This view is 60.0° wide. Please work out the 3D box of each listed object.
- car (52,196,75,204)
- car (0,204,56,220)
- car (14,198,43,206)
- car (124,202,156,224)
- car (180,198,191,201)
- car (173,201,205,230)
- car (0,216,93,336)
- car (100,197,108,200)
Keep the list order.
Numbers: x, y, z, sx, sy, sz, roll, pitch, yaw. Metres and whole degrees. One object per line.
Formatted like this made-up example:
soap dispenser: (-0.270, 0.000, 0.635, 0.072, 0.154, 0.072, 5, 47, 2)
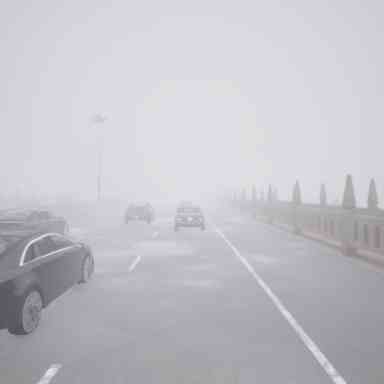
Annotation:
car: (-18.595, 1.352, 48.382, 2.097, 1.767, 4.553, 0, 0, -1)
car: (-7.056, 1.505, 14.754, 1.837, 1.490, 4.892, 0, 0, -1)
car: (-22.008, 1.548, 45.056, 2.033, 1.411, 5.357, 0, 0, -1)
car: (-3.808, 1.492, 24.781, 2.128, 1.511, 4.902, 0, 0, -2)
car: (-0.805, 1.527, 42.417, 1.812, 1.442, 4.674, 0, 0, -2)
car: (-0.195, 1.548, 20.870, 2.033, 1.411, 5.357, 0, 0, -2)
car: (-3.431, 1.492, 6.639, 2.128, 1.511, 4.902, 0, 0, 0)
car: (-15.350, 1.603, 57.750, 1.994, 1.385, 4.181, 0, 0, -2)
